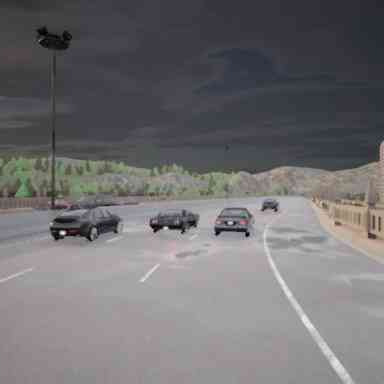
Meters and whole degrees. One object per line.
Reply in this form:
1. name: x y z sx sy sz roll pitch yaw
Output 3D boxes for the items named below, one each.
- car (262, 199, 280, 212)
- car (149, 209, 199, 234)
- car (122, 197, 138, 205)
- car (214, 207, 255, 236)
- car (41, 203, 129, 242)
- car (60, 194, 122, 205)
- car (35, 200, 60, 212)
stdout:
1. car: 9.863 1.649 41.687 1.837 1.490 4.892 0 0 19
2. car: -0.867 1.622 19.666 1.895 1.301 4.718 0 0 13
3. car: -8.659 1.424 42.105 2.097 1.767 4.553 0 0 19
4. car: 2.480 1.579 18.782 2.033 1.411 5.357 0 0 14
5. car: -5.065 1.503 16.584 1.837 1.490 4.892 0 0 11
6. car: -8.967 1.245 30.303 2.150 2.045 5.566 0 0 18
7. car: -14.566 1.551 35.674 1.812 1.442 4.674 0 0 19
